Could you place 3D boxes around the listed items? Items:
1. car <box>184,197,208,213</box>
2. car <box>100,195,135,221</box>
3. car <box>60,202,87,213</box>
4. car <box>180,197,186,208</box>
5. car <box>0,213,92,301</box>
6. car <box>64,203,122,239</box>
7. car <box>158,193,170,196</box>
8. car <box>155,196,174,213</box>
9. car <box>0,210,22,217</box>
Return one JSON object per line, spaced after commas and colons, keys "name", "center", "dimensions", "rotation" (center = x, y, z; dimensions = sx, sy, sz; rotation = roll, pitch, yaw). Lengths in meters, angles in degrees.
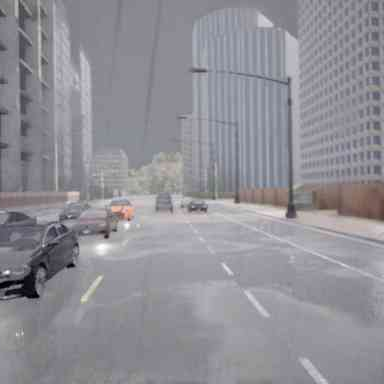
{"name": "car", "center": [0.505, 1.535, 36.172], "dimensions": [1.895, 1.301, 4.718], "rotation": [-1, 0, -5]}
{"name": "car", "center": [-5.921, 1.398, 27.295], "dimensions": [2.097, 1.767, 4.553], "rotation": [-1, 0, -5]}
{"name": "car", "center": [-9.448, 1.603, 27.451], "dimensions": [1.837, 1.490, 4.892], "rotation": [-1, 0, -5]}
{"name": "car", "center": [-0.624, 1.457, 48.054], "dimensions": [1.812, 1.442, 4.674], "rotation": [-1, 0, -5]}
{"name": "car", "center": [-4.277, 1.543, 8.564], "dimensions": [2.128, 1.511, 4.902], "rotation": [-1, 0, -5]}
{"name": "car", "center": [-5.080, 1.574, 17.705], "dimensions": [1.812, 1.442, 4.674], "rotation": [-1, 0, -5]}
{"name": "car", "center": [-3.965, 1.208, 46.912], "dimensions": [2.150, 2.045, 5.566], "rotation": [-1, 0, -5]}
{"name": "car", "center": [-3.024, 1.479, 36.338], "dimensions": [2.128, 1.511, 4.902], "rotation": [-1, 0, -5]}
{"name": "car", "center": [-8.292, 1.580, 14.230], "dimensions": [1.882, 1.535, 5.008], "rotation": [-1, 0, -5]}
